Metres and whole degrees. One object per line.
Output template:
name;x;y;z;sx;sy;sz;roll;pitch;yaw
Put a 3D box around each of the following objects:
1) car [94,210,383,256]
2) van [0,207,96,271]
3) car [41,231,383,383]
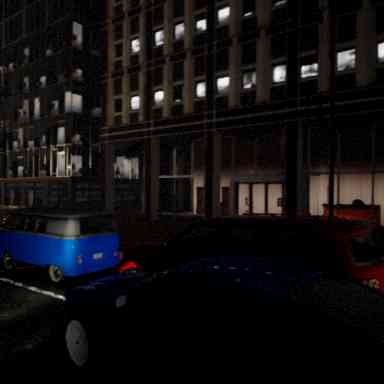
car;0.792;1.321;5.985;5.009;1.841;2.192;0;0;36
van;-3.830;1.344;9.293;3.998;1.788;1.690;0;0;36
car;0.356;1.482;3.792;5.008;1.535;1.882;0;0;42
